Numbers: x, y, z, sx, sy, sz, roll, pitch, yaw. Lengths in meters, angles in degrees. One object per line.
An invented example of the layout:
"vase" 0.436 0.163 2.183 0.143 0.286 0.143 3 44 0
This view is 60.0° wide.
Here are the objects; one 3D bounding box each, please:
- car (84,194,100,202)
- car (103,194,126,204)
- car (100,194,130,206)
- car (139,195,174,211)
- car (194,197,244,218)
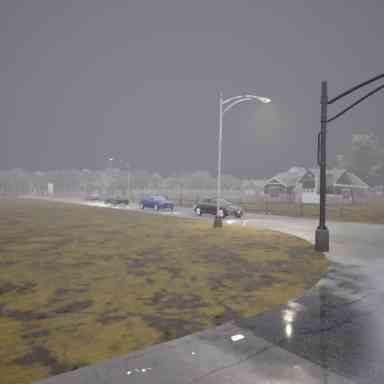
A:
"car" -18.192 1.007 61.146 2.033 1.411 5.357 2 -1 -35
"car" -12.393 1.087 52.995 1.994 1.385 4.181 2 -1 -35
"car" -9.793 1.104 43.153 1.895 1.301 4.718 2 -1 -35
"car" -3.735 1.083 34.622 1.882 1.535 5.008 2 0 -36
"car" 2.061 1.226 26.476 1.837 1.490 4.892 2 0 -35
